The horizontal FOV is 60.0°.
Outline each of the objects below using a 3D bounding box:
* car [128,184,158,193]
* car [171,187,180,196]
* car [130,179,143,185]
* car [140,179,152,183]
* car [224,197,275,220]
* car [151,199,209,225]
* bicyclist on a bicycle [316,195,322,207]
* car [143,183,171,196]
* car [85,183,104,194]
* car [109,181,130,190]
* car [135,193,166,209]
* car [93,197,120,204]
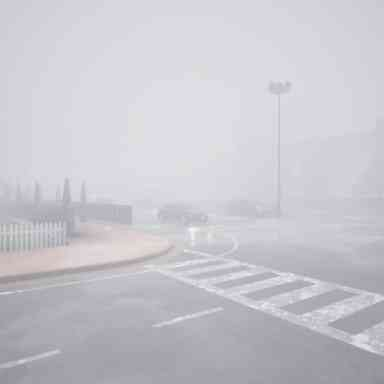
[{"bbox_3d":[-8.562,0.058,57.914,2.033,1.411,5.357,0,6,-37],"label":"car"},{"bbox_3d":[-4.201,-0.267,63.930,1.882,1.535,5.008,0,7,-37],"label":"car"},{"bbox_3d":[-12.832,-1.487,69.592,1.882,1.535,5.008,0,7,-37],"label":"car"},{"bbox_3d":[-10.507,-1.827,72.174,2.150,2.045,5.566,0,7,-37],"label":"car"},{"bbox_3d":[4.817,1.348,28.435,2.097,1.767,4.553,0,0,-37],"label":"car"},{"bbox_3d":[-0.756,1.503,24.198,1.837,1.490,4.892,0,0,-37],"label":"car"},{"bbox_3d":[18.052,1.291,47.357,1.656,1.620,0.582,0,0,-37],"label":"bicyclist on a bicycle"},{"bbox_3d":[-6.592,-0.187,61.289,1.882,1.535,5.008,0,7,-37],"label":"car"},{"bbox_3d":[-16.782,-0.649,57.199,2.097,1.767,4.553,0,7,-37],"label":"car"},{"bbox_3d":[-14.822,-1.300,66.248,1.882,1.535,5.008,0,7,-37],"label":"car"},{"bbox_3d":[-5.207,1.265,41.649,2.033,1.411,5.357,0,3,-37],"label":"car"},{"bbox_3d":[-8.940,1.350,34.986,1.837,1.490,4.892,0,2,-37],"label":"car"}]
